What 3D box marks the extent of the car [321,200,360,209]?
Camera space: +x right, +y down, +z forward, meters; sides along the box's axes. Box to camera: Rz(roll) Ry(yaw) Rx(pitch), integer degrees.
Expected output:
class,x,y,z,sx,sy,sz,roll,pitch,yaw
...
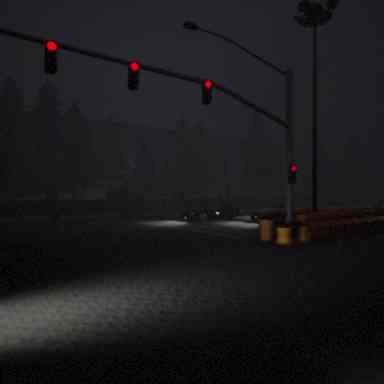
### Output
class,x,y,z,sx,sy,sz,roll,pitch,yaw
car,13.876,1.558,31.097,4.674,1.442,1.812,0,0,-36

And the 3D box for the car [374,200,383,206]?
class,x,y,z,sx,sy,sz,roll,pitch,yaw
car,22.219,1.501,37.058,5.357,1.411,2.033,-2,1,-35

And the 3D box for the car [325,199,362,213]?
class,x,y,z,sx,sy,sz,roll,pitch,yaw
car,17.197,1.583,37.772,4.181,1.385,1.994,-1,0,-35

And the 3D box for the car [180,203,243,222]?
class,x,y,z,sx,sy,sz,roll,pitch,yaw
car,1.672,1.567,26.679,5.357,1.411,2.033,0,0,-35

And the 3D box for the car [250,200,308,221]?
class,x,y,z,sx,sy,sz,roll,pitch,yaw
car,6.602,1.549,25.897,4.674,1.442,1.812,0,0,-36

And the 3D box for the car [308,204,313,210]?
class,x,y,z,sx,sy,sz,roll,pitch,yaw
car,9.668,1.508,32.387,5.008,1.535,1.882,0,0,-35
